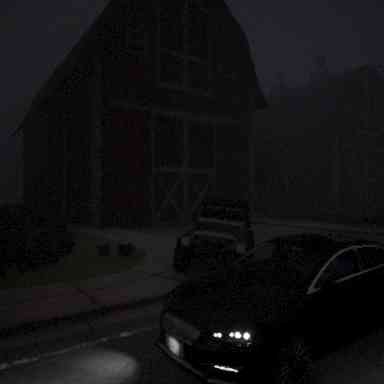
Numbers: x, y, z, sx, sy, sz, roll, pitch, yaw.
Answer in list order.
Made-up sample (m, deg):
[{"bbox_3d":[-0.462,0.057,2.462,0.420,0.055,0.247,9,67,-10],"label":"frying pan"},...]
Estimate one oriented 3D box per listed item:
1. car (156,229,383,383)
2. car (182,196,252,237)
[{"bbox_3d":[1.792,1.483,5.262,4.902,1.511,2.128,-1,1,-35],"label":"car"},{"bbox_3d":[0.860,1.152,9.595,1.905,1.878,3.866,6,3,12],"label":"car"}]
